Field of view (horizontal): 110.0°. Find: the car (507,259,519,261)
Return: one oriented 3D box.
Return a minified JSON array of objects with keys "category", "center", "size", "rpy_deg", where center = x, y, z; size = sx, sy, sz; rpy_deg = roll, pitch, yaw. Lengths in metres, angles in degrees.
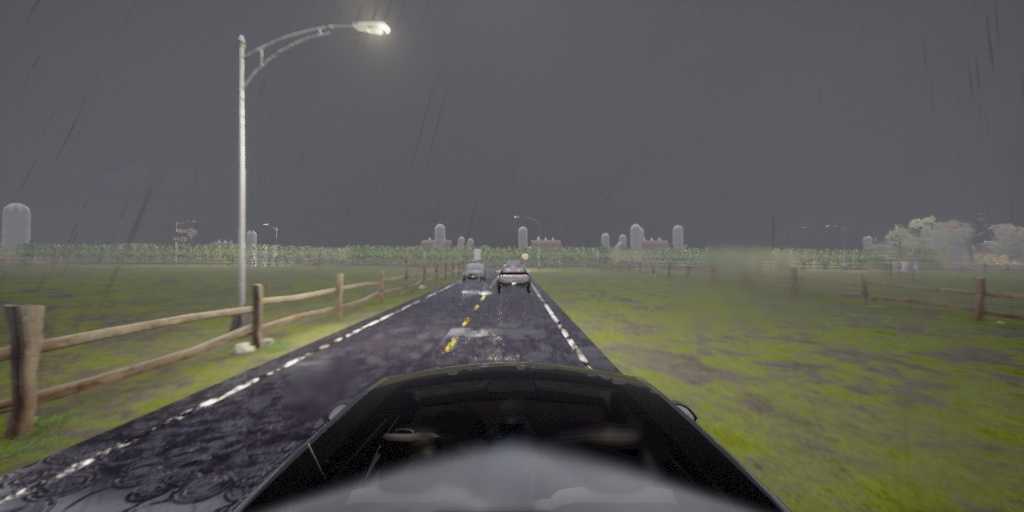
[{"category":"car","center":[0.098,1.095,38.131],"size":[2.097,1.767,4.553],"rpy_deg":[0,0,0]}]

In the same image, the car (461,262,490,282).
[{"category":"car","center":[-2.848,1.253,28.564],"size":[1.837,1.490,4.892],"rpy_deg":[0,0,0]}]

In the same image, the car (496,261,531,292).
[{"category":"car","center":[0.100,1.241,21.045],"size":[2.128,1.511,4.902],"rpy_deg":[0,0,0]}]
